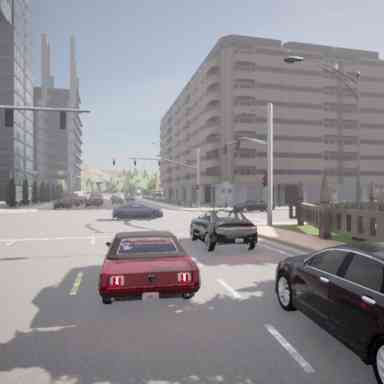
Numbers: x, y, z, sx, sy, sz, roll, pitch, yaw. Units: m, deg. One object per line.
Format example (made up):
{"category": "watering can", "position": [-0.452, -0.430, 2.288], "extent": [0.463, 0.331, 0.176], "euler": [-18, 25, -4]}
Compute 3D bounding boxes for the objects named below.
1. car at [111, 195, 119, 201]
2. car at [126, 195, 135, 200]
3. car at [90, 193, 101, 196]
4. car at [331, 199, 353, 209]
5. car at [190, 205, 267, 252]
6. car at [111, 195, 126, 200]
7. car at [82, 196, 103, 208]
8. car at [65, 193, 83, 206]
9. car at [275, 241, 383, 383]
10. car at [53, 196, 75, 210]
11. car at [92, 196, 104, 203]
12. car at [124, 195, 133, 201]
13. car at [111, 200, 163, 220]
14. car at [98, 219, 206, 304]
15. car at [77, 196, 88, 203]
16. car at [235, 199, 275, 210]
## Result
{"category": "car", "position": [-20.607, 1.542, 88.857], "extent": [1.994, 1.385, 4.181], "euler": [0, 0, -14]}
{"category": "car", "position": [-14.718, 1.582, 79.435], "extent": [1.895, 1.301, 4.718], "euler": [0, 0, -14]}
{"category": "car", "position": [-16.959, 1.215, 58.702], "extent": [2.150, 2.045, 5.566], "euler": [0, 0, -13]}
{"category": "car", "position": [17.207, 1.599, 40.273], "extent": [5.357, 1.411, 2.033], "euler": [0, 0, -15]}
{"category": "car", "position": [1.165, 1.490, 14.050], "extent": [2.128, 1.511, 4.902], "euler": [0, 0, -12]}
{"category": "car", "position": [-13.657, 1.557, 60.644], "extent": [1.994, 1.385, 4.181], "euler": [0, 0, -14]}
{"category": "car", "position": [-14.674, 1.595, 49.213], "extent": [1.895, 1.301, 4.718], "euler": [0, 0, -13]}
{"category": "car", "position": [-19.253, 1.215, 53.243], "extent": [2.150, 2.045, 5.566], "euler": [0, 0, -13]}
{"category": "car", "position": [2.825, 1.504, 4.978], "extent": [1.837, 1.490, 4.892], "euler": [0, 0, -7]}
{"category": "car", "position": [-16.960, 1.596, 43.754], "extent": [1.895, 1.301, 4.718], "euler": [0, 0, -14]}
{"category": "car", "position": [-19.304, 1.517, 68.652], "extent": [2.128, 1.511, 4.902], "euler": [0, 0, -14]}
{"category": "car", "position": [-17.084, 1.525, 89.184], "extent": [2.033, 1.411, 5.357], "euler": [0, 0, -14]}
{"category": "car", "position": [-4.505, 1.594, 27.452], "extent": [4.181, 1.385, 1.994], "euler": [0, 0, -14]}
{"category": "car", "position": [-1.167, 1.600, 8.200], "extent": [1.895, 1.301, 4.718], "euler": [0, 0, -11]}
{"category": "car", "position": [-23.903, 1.531, 72.764], "extent": [2.033, 1.411, 5.357], "euler": [0, 0, -14]}
{"category": "car", "position": [7.009, 1.556, 37.734], "extent": [4.892, 1.490, 1.837], "euler": [0, 0, -14]}
